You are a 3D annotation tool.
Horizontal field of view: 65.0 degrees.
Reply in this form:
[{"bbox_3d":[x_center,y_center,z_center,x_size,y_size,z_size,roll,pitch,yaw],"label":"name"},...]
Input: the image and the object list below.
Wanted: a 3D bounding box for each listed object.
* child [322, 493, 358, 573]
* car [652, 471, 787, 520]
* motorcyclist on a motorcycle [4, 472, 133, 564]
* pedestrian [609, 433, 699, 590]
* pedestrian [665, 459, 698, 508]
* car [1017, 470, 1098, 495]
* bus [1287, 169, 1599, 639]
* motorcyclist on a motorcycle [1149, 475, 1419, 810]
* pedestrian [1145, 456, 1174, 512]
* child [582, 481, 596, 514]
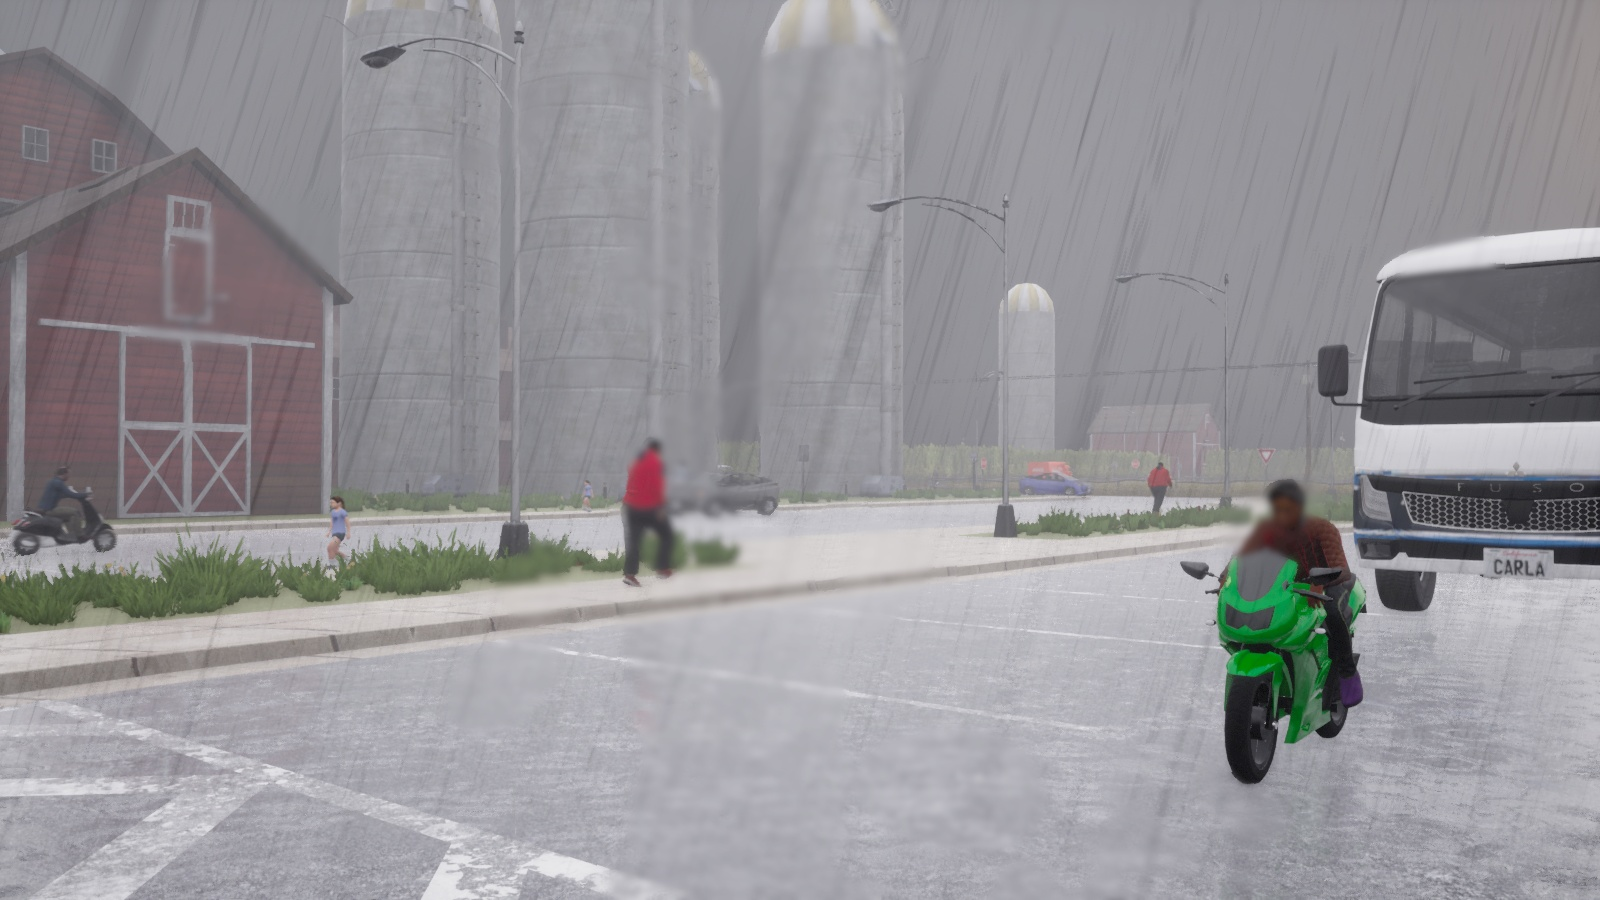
[{"bbox_3d":[-6.539,1.175,17.855,0.255,1.110,0.394,-1,-1,42],"label":"child"},{"bbox_3d":[-2.630,1.476,42.059,2.007,1.525,4.514,-1,-1,38],"label":"car"},{"bbox_3d":[-13.238,1.202,22.758,0.866,1.590,1.817,-1,-1,38],"label":"motorcyclist on a motorcycle"},{"bbox_3d":[-1.775,0.729,15.286,0.634,1.844,0.899,-1,-1,38],"label":"pedestrian"},{"bbox_3d":[-4.573,1.296,48.495,0.874,1.855,0.900,-1,-1,30],"label":"pedestrian"},{"bbox_3d":[15.958,2.004,78.003,4.514,1.525,2.007,-1,-1,39],"label":"car"},{"bbox_3d":[9.780,-0.335,15.888,3.944,4.253,10.273,-1,-1,38],"label":"bus"},{"bbox_3d":[2.679,0.900,6.796,0.797,1.523,2.044,-1,-1,38],"label":"motorcyclist on a motorcycle"},{"bbox_3d":[11.833,1.115,41.312,0.634,1.844,0.899,-1,-1,37],"label":"pedestrian"},{"bbox_3d":[-7.114,1.587,42.305,0.394,1.110,0.255,1,-1,-38],"label":"child"}]
